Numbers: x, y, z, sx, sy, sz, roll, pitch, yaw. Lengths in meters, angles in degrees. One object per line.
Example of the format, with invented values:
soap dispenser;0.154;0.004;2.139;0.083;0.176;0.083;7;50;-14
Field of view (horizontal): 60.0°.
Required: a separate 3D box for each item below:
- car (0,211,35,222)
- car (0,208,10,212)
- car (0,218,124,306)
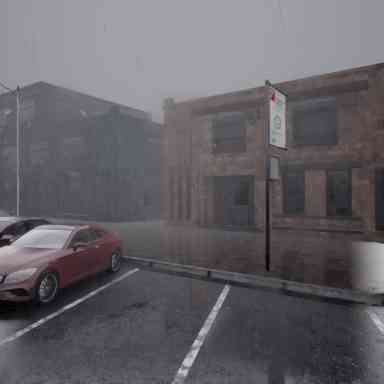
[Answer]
car;-5.792;1.518;9.982;2.163;1.488;4.792;1;-1;15
car;-8.244;1.366;11.746;2.185;1.767;4.553;1;-1;15
car;-3.311;1.527;8.310;2.002;1.452;4.674;1;-1;15
